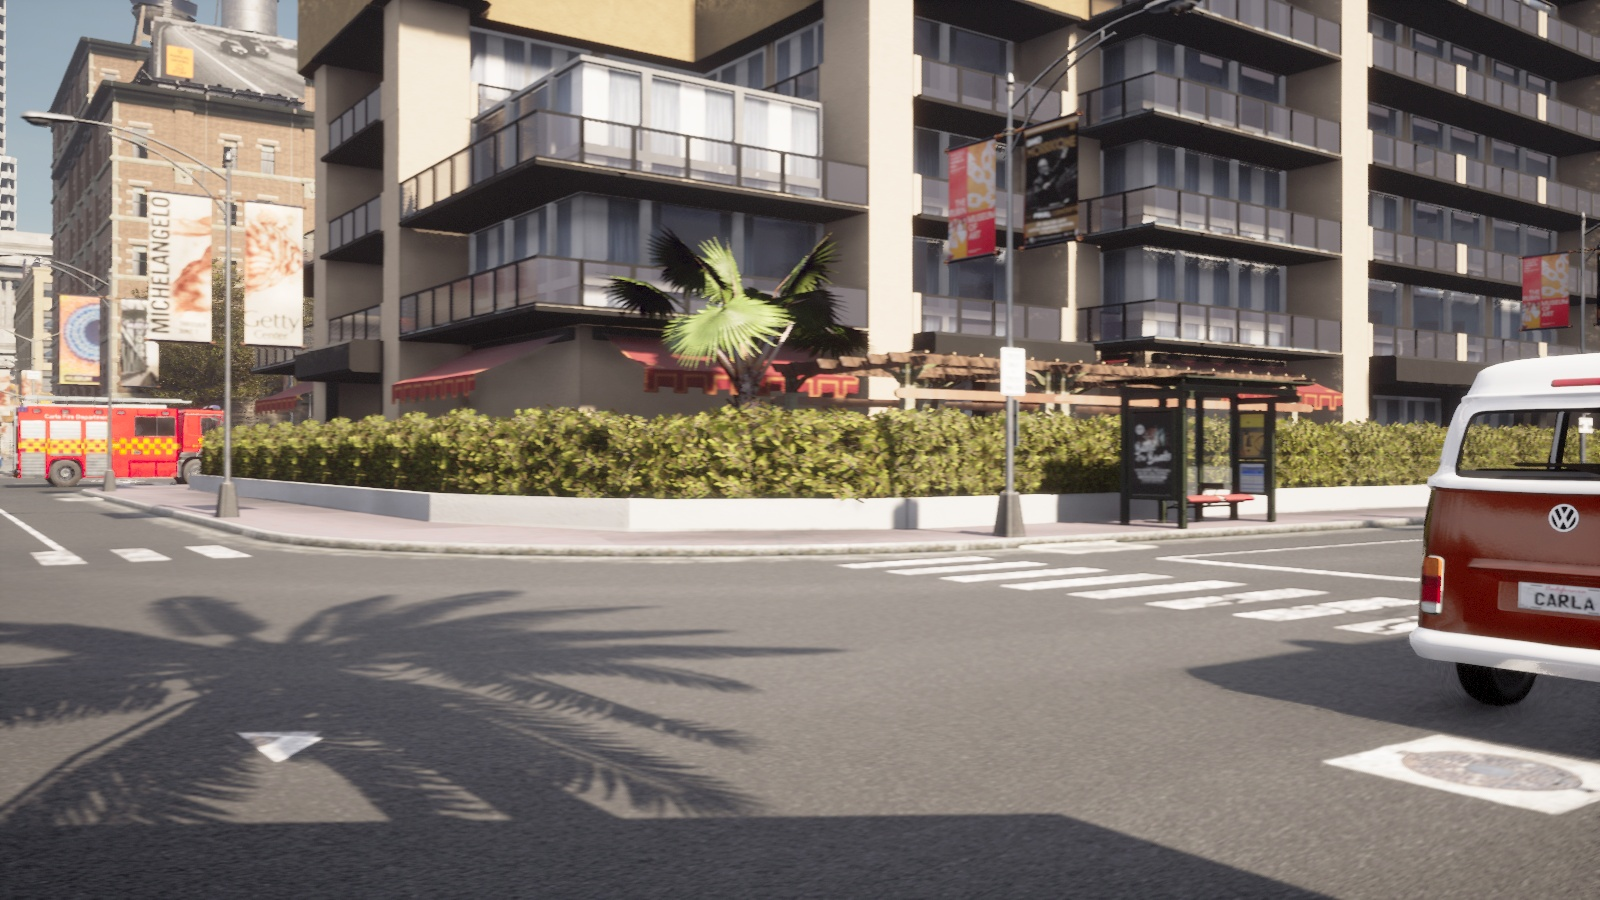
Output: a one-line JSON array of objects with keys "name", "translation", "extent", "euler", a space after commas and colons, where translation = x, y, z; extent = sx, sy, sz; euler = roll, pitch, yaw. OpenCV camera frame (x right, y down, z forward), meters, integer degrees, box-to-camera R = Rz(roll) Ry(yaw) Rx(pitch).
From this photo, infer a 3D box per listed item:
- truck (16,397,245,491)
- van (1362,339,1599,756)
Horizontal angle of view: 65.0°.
[{"name": "truck", "translation": [-29.020, -0.224, 54.660], "extent": [8.468, 3.827, 2.891], "euler": [0, 0, -36]}, {"name": "van", "translation": [5.633, 0.475, 7.581], "extent": [4.480, 2.038, 2.069], "euler": [0, 0, -35]}]
